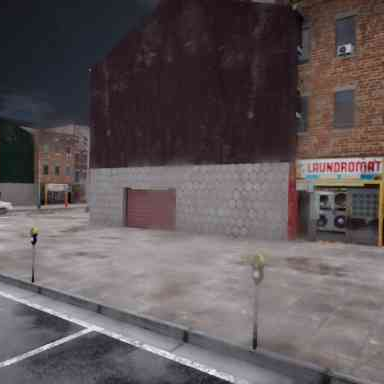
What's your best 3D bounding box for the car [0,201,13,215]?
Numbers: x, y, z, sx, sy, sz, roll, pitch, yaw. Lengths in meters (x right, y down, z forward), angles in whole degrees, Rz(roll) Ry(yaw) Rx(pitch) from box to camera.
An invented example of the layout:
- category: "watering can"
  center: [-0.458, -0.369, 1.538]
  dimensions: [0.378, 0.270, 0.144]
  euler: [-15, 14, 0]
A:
- category: "car"
  center: [-19.127, 1.406, 30.709]
  dimensions: [1.812, 1.442, 4.674]
  euler: [1, 2, 34]
